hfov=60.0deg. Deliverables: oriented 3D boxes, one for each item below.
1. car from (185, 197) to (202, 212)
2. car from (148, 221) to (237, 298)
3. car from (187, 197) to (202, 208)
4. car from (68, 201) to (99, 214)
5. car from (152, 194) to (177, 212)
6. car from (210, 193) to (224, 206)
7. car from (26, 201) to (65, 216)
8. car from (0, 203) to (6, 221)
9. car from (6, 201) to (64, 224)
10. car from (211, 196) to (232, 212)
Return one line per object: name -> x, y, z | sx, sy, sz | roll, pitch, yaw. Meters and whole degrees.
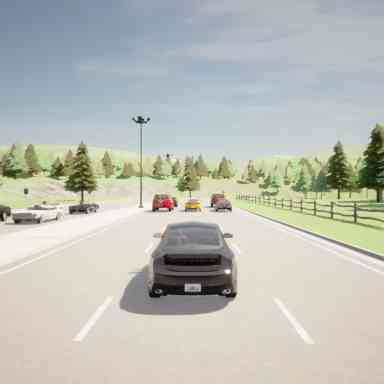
car -> 0.139, 1.478, 39.528 | 1.882, 1.535, 5.008 | 0, 0, 1
car -> 0.021, 1.504, 8.509 | 1.837, 1.490, 4.892 | 0, 0, 0
car -> 0.383, 1.491, 49.798 | 2.128, 1.511, 4.902 | 0, 0, 2
car -> -11.409, 1.601, 35.246 | 1.895, 1.301, 4.718 | 0, 0, 0
car -> -3.365, 1.221, 39.154 | 2.150, 2.045, 5.566 | 0, 0, 1
car -> 3.883, 1.221, 49.727 | 2.150, 2.045, 5.566 | 0, 0, 2
car -> -14.912, 1.601, 34.099 | 1.895, 1.301, 4.718 | 0, 0, 0
car -> -15.012, 1.491, 23.956 | 2.128, 1.511, 4.902 | 0, 0, 0
car -> -11.515, 1.601, 25.053 | 1.895, 1.301, 4.718 | 0, 0, 1
car -> 3.635, 1.547, 39.103 | 2.033, 1.411, 5.357 | 0, 0, 1
